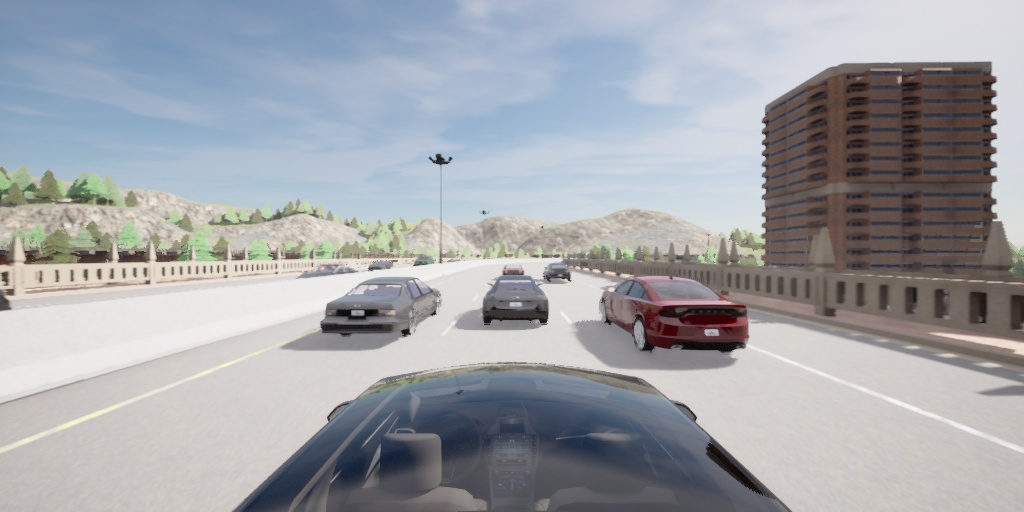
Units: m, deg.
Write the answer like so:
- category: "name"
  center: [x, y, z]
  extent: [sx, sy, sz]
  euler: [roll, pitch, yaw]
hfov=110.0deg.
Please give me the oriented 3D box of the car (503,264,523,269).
- category: "car"
  center: [0.116, 1.357, 31.840]
  extent: [1.895, 1.301, 4.718]
  euler: [0, 0, 0]

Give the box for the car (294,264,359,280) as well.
- category: "car"
  center: [-10.585, 1.246, 20.760]
  extent: [2.128, 1.511, 4.902]
  euler: [0, 0, 0]

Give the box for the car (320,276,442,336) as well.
- category: "car"
  center: [-3.395, 1.299, 10.399]
  extent: [2.033, 1.411, 5.357]
  euler: [0, 0, 0]

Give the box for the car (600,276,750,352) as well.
- category: "car"
  center: [3.603, 1.229, 8.938]
  extent: [1.882, 1.535, 5.008]
  euler: [0, 0, 0]

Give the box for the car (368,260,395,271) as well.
- category: "car"
  center: [-17.502, 1.308, 48.393]
  extent: [2.033, 1.411, 5.357]
  euler: [0, 0, 0]

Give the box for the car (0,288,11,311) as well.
- category: "car"
  center: [-14.095, 1.243, 7.307]
  extent: [2.128, 1.511, 4.902]
  euler: [0, 0, 0]

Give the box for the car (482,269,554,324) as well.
- category: "car"
  center: [0.106, 1.316, 11.977]
  extent: [1.994, 1.385, 4.181]
  euler: [0, 0, 0]

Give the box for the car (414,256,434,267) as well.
- category: "car"
  center: [-13.975, 0.980, 57.311]
  extent: [2.150, 2.045, 5.566]
  euler: [0, 0, 0]

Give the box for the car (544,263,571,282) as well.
- category: "car"
  center: [3.614, 1.281, 29.043]
  extent: [1.812, 1.442, 4.674]
  euler: [0, 0, 0]
